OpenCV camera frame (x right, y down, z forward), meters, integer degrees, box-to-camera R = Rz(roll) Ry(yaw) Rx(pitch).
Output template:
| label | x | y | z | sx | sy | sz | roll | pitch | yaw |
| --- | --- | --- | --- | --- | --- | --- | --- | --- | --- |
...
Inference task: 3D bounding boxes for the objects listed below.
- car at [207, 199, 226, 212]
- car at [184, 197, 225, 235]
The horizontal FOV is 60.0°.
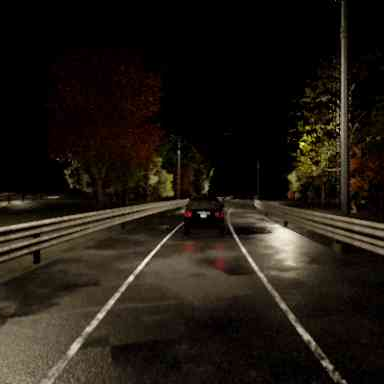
| label | x | y | z | sx | sy | sz | roll | pitch | yaw |
| --- | --- | --- | --- | --- | --- | --- | --- | --- | --- |
| car | 3.318 | 1.752 | 44.207 | 2.033 | 1.411 | 5.357 | 0 | 0 | 8 |
| car | 0.761 | 1.310 | 19.465 | 2.150 | 2.045 | 5.566 | 0 | 0 | 4 |
